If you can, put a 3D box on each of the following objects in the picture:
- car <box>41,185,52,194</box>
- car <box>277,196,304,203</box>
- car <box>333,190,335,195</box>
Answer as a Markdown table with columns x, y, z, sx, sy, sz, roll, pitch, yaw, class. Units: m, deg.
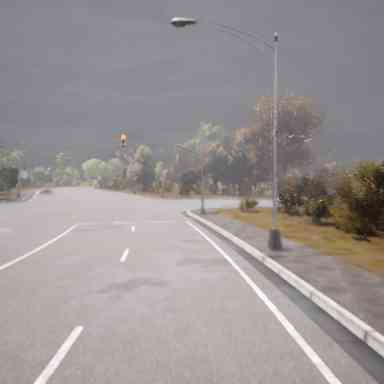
| x | y | z | sx | sy | sz | roll | pitch | yaw | class |
| --- | --- | --- | --- | --- | --- | --- | --- | --- | --- |
| -30.000 | -0.548 | 68.548 | 2.097 | 1.767 | 4.553 | -1 | 2 | -24 | car |
| 12.255 | 0.932 | 38.666 | 4.718 | 1.301 | 1.895 | 1 | 2 | -21 | car |
| 22.333 | 0.623 | 53.774 | 5.566 | 2.045 | 2.150 | 2 | 1 | -20 | car |
